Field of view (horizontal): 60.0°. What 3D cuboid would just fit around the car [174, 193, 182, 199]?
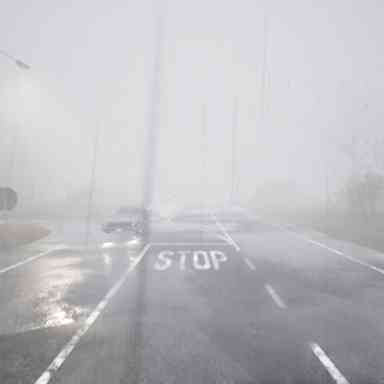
[{"bbox_3d":[-3.387,0.963,82.462,2.128,1.511,4.902,0,0,0],"label":"car"}]

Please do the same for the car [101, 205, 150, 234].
[{"bbox_3d":[-3.485,1.424,18.592,2.033,1.411,5.357,0,1,0],"label":"car"}]
